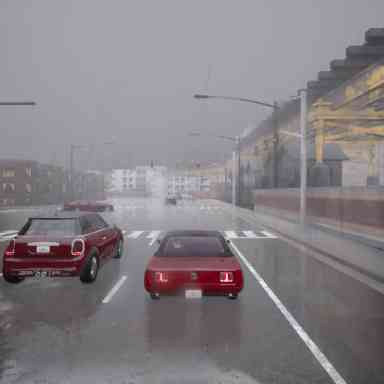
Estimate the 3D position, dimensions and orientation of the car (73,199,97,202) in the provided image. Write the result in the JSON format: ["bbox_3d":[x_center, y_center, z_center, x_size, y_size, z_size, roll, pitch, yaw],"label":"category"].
[{"bbox_3d":[-10.417,1.477,33.543,5.008,1.535,1.882,0,1,-37],"label":"car"}]

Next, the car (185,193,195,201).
[{"bbox_3d":[-0.210,1.591,87.262,1.895,1.301,4.718,0,0,-3],"label":"car"}]

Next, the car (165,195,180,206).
[{"bbox_3d":[-3.566,1.505,56.711,1.837,1.490,4.892,0,0,0],"label":"car"}]

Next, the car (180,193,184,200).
[{"bbox_3d":[-4.175,1.595,93.190,1.895,1.301,4.718,0,0,-10],"label":"car"}]

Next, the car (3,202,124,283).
[{"bbox_3d":[-3.449,1.352,9.857,2.097,1.767,4.553,0,0,0],"label":"car"}]

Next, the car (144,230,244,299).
[{"bbox_3d":[0.047,1.601,8.387,1.895,1.301,4.718,0,0,0],"label":"car"}]
